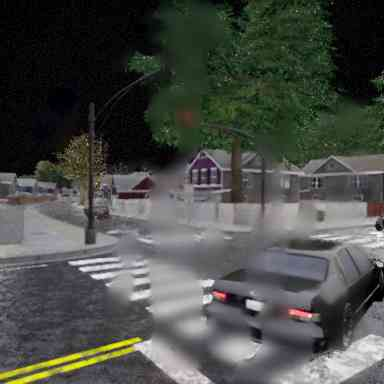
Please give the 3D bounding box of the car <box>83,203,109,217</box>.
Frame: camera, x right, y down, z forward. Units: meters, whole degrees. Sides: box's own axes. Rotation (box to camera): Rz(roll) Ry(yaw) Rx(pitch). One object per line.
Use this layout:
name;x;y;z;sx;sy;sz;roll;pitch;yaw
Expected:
car;-10.392;1.902;36.012;2.128;1.511;4.902;1;-1;-31

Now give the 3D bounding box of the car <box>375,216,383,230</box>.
car;13.576;1.819;21.353;4.181;1.385;1.994;1;0;-35

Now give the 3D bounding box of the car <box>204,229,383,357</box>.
car;2.397;1.637;6.444;2.033;1.411;5.357;0;-1;38
